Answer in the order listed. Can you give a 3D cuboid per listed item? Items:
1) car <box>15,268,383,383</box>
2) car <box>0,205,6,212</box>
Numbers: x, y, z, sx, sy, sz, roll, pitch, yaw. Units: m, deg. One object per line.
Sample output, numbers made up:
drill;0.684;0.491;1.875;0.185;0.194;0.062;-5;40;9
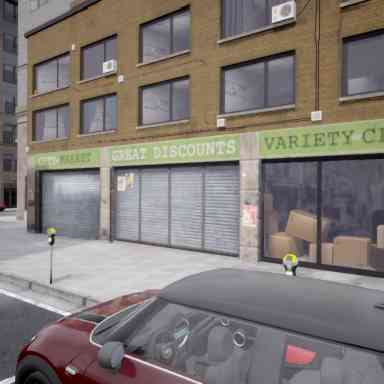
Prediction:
car;0.224;1.440;2.905;4.097;1.590;1.967;0;1;35
car;-19.460;1.457;29.773;1.895;1.301;4.718;1;1;34
